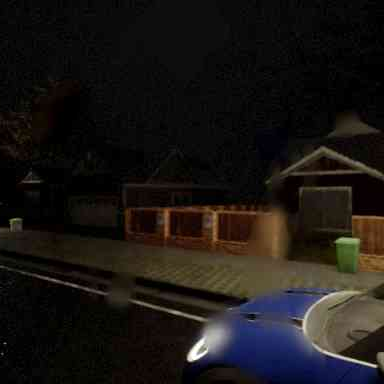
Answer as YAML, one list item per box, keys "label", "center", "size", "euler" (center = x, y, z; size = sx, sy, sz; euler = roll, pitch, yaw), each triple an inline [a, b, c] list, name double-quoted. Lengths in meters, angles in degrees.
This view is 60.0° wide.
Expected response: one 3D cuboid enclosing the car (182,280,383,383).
- label: "car"
  center: [2.100, 1.351, 2.492]
  size: [4.553, 1.767, 2.097]
  euler: [0, 0, 36]
